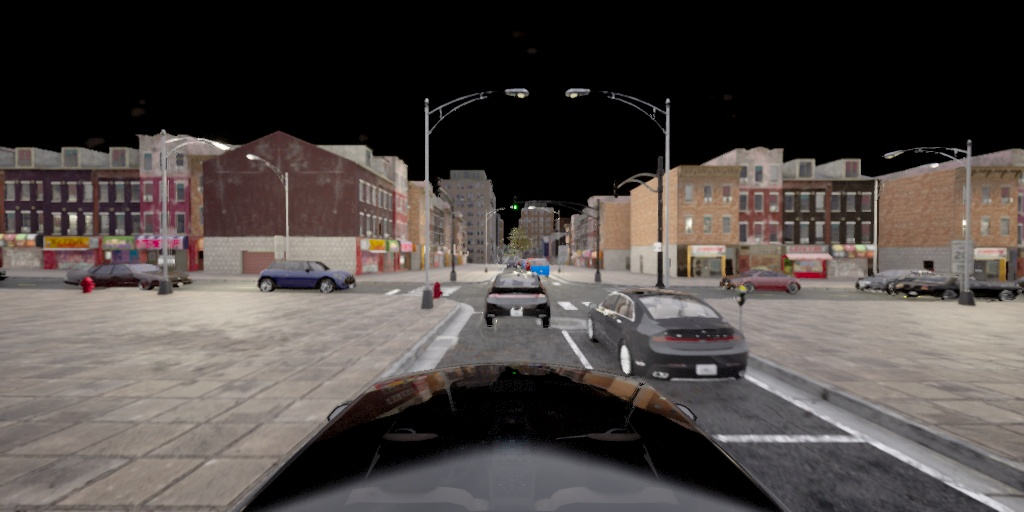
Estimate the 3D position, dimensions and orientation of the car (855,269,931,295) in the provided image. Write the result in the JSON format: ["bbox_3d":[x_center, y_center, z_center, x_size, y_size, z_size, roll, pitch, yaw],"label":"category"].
[{"bbox_3d":[23.959,1.570,21.967,4.902,1.511,2.128,1,1,0],"label":"car"}]

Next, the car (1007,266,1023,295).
[{"bbox_3d":[34.050,1.549,21.934,4.553,1.767,2.097,1,1,0],"label":"car"}]

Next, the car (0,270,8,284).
[{"bbox_3d":[-30.287,0.995,19.111,4.718,1.301,1.895,1,1,0],"label":"car"}]

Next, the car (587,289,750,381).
[{"bbox_3d":[2.637,1.304,7.027,2.007,1.370,4.403,0,0,0],"label":"car"}]

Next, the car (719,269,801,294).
[{"bbox_3d":[15.121,1.526,21.986,4.181,1.385,1.994,1,1,0],"label":"car"}]

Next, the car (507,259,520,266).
[{"bbox_3d":[-0.004,1.622,64.461,1.895,1.301,4.718,0,0,0],"label":"car"}]

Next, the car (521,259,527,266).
[{"bbox_3d":[2.632,1.195,44.563,2.192,1.841,5.009,0,0,0],"label":"car"}]

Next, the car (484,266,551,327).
[{"bbox_3d":[0.225,1.250,11.572,2.128,1.511,4.902,0,0,2],"label":"car"}]

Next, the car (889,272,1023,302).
[{"bbox_3d":[23.515,1.717,19.025,4.718,1.301,1.895,1,1,0],"label":"car"}]

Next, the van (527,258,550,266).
[{"bbox_3d":[2.634,1.168,33.982,1.690,1.789,3.998,0,0,0],"label":"van"}]

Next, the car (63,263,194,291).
[{"bbox_3d":[-20.312,1.078,19.081,5.357,1.411,2.033,1,1,0],"label":"car"}]

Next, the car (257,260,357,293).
[{"bbox_3d":[-10.760,1.012,19.075,4.553,1.767,2.097,1,1,0],"label":"car"}]
